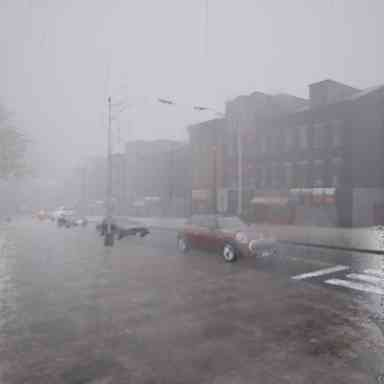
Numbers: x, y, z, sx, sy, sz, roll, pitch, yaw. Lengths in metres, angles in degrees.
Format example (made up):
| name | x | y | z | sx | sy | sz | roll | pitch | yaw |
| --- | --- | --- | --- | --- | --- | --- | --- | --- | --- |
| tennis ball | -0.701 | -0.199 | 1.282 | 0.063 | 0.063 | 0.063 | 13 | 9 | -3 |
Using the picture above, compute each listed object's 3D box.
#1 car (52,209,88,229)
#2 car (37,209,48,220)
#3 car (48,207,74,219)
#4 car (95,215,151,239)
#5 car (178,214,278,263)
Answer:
| name | x | y | z | sx | sy | sz | roll | pitch | yaw |
| --- | --- | --- | --- | --- | --- | --- | --- | --- | --- |
| car | -11.427 | 2.674 | 31.696 | 2.128 | 1.511 | 4.902 | 0 | -2 | -35 |
| car | -23.548 | 3.596 | 53.715 | 2.097 | 1.767 | 4.553 | 0 | -3 | -36 |
| car | -17.413 | 3.011 | 45.130 | 2.150 | 2.045 | 5.566 | 0 | -3 | -36 |
| car | -4.818 | 2.288 | 22.420 | 2.033 | 1.411 | 5.357 | 0 | -2 | -36 |
| car | 1.333 | 1.727 | 13.807 | 2.097 | 1.767 | 4.553 | 0 | -2 | -36 |
